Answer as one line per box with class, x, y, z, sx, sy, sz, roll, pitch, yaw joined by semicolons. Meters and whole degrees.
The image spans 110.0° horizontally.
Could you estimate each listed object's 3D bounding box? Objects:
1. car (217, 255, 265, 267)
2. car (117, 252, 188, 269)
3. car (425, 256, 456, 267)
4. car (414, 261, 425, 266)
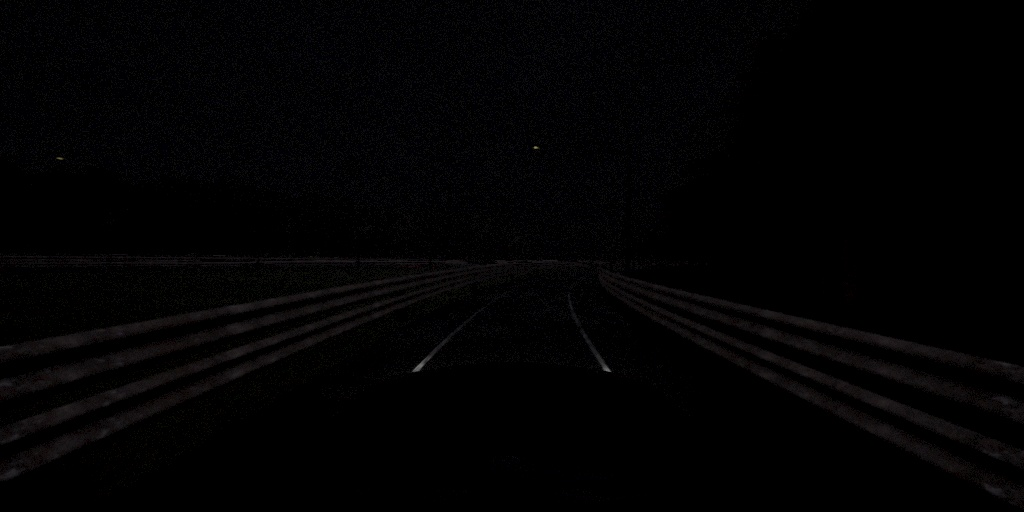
car;-34.739;0.564;46.059;2.128;1.511;4.902;1;-1;45
car;-35.366;0.388;35.457;1.882;1.535;5.008;1;0;45
car;-11.514;0.882;59.581;2.097;1.767;4.553;1;0;45
car;-13.990;1.113;62.060;1.895;1.301;4.718;1;0;45
